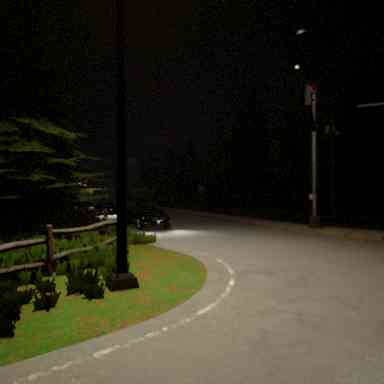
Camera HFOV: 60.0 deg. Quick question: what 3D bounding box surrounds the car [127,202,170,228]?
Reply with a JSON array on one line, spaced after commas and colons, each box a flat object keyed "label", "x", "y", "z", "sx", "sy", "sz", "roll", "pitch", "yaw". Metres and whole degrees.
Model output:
[{"label": "car", "x": -2.895, "y": 1.417, "z": 20.720, "sx": 1.837, "sy": 1.490, "sz": 4.892, "roll": 0, "pitch": 0, "yaw": -25}]

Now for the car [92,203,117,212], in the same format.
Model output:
[{"label": "car", "x": -8.231, "y": 1.466, "z": 32.403, "sx": 1.994, "sy": 1.385, "sz": 4.181, "roll": 0, "pitch": 0, "yaw": -24}]
